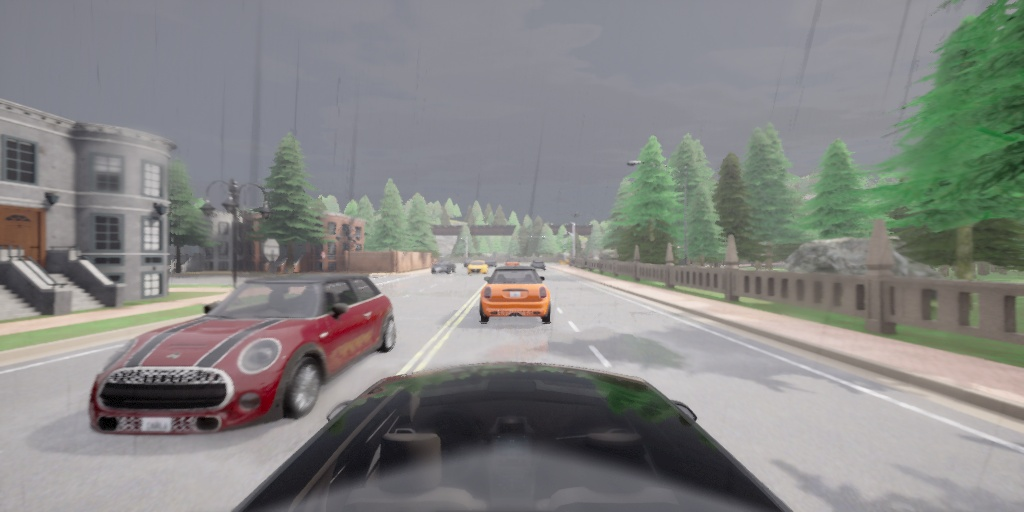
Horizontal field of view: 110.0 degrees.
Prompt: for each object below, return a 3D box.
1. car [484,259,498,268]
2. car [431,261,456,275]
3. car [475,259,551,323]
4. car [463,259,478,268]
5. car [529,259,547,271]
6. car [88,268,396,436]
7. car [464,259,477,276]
[{"bbox_3d":[-3.522,1.304,61.120,2.033,1.411,5.357,0,0,0],"label":"car"},{"bbox_3d":[-7.357,1.247,38.982,2.128,1.511,4.902,0,0,4],"label":"car"},{"bbox_3d":[0.097,1.103,12.248,2.097,1.767,4.553,0,0,0],"label":"car"},{"bbox_3d":[-7.025,1.237,60.748,1.882,1.535,5.008,0,0,0],"label":"car"},{"bbox_3d":[3.583,1.244,49.827,2.128,1.511,4.902,0,0,0],"label":"car"},{"bbox_3d":[-3.567,1.103,5.858,2.097,1.767,4.553,0,0,0],"label":"car"},{"bbox_3d":[-3.602,1.232,38.086,1.882,1.535,5.008,0,0,0],"label":"car"}]
